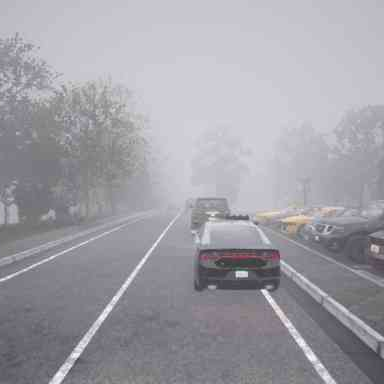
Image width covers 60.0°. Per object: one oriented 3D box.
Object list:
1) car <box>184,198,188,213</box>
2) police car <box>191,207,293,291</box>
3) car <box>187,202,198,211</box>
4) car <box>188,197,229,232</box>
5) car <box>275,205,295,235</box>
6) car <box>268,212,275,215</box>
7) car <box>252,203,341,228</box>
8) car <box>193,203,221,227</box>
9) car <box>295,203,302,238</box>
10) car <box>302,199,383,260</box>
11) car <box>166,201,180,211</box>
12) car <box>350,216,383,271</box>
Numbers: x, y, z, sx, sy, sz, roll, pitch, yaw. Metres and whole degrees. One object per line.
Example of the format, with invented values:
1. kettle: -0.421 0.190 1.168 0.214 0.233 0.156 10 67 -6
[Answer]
1. car: 0.130 1.805 44.927 2.150 2.045 5.566 0 -2 0
2. police car: 0.997 1.439 9.215 1.930 1.638 5.238 0 0 0
3. car: 0.149 2.615 59.682 1.837 1.490 4.892 0 -2 0
4. car: 1.022 1.296 19.157 2.150 2.045 5.566 0 -1 0
5. car: 7.130 1.519 17.021 5.008 1.535 2.097 0 0 0
6. car: 7.138 1.539 19.793 4.892 1.521 2.231 0 0 0
7. car: 6.955 1.563 22.563 5.366 1.575 1.946 0 0 0
8. car: 1.037 1.621 25.128 1.882 1.535 5.008 0 -1 0
9. car: 7.147 1.382 14.245 4.553 1.767 2.185 0 0 0
10. car: 7.078 1.250 11.473 5.566 2.045 2.435 0 0 0
11. car: -3.113 2.275 54.804 2.097 1.767 4.553 0 -2 0
12. car: 7.128 1.527 8.696 4.792 1.488 2.163 0 0 0
